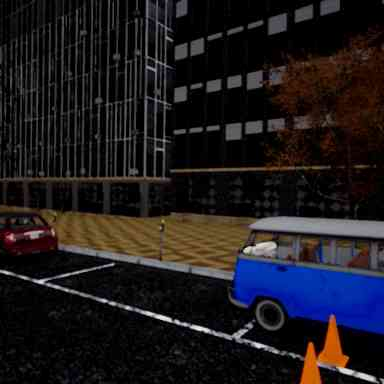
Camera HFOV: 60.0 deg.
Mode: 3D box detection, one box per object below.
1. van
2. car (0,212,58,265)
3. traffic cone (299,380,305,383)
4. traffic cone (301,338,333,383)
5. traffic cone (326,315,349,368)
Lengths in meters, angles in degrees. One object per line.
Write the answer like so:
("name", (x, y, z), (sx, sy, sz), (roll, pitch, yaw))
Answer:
("van", (2.545, 1.340, 5.168), (3.998, 1.788, 1.690), (0, 1, 36))
("car", (-6.593, 1.431, 11.728), (4.097, 1.590, 1.967), (0, 1, 36))
("traffic cone", (0.723, 1.954, 2.845), (0.340, 0.580, 0.340), (0, 0, 36))
("traffic cone", (1.306, 1.954, 3.657), (0.340, 0.580, 0.340), (0, 0, 36))
("traffic cone", (1.890, 1.954, 4.470), (0.340, 0.580, 0.340), (0, 0, 36))
